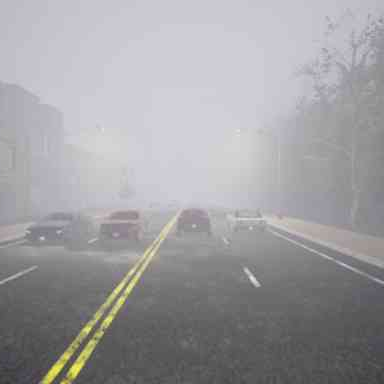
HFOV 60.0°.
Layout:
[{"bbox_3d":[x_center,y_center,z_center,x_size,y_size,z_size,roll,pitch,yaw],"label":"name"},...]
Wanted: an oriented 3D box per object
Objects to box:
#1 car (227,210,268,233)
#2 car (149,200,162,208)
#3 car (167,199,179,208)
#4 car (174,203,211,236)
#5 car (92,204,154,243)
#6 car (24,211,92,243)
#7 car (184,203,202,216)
[{"bbox_3d":[3.347,1.774,21.057,1.895,1.301,4.718,0,0,0],"label":"car"},{"bbox_3d":[-6.531,2.078,58.858,1.895,1.301,4.718,0,0,1],"label":"car"},{"bbox_3d":[-3.278,2.025,58.837,2.033,1.411,5.357,0,0,1],"label":"car"},{"bbox_3d":[0.096,1.640,19.754,1.882,1.535,5.008,0,0,0],"label":"car"},{"bbox_3d":[-3.349,1.620,17.198,1.882,1.535,5.008,0,0,0],"label":"car"},{"bbox_3d":[-6.602,1.691,17.329,2.033,1.411,5.357,0,0,0],"label":"car"},{"bbox_3d":[0.096,1.908,37.538,1.895,1.301,4.718,0,0,0],"label":"car"}]
